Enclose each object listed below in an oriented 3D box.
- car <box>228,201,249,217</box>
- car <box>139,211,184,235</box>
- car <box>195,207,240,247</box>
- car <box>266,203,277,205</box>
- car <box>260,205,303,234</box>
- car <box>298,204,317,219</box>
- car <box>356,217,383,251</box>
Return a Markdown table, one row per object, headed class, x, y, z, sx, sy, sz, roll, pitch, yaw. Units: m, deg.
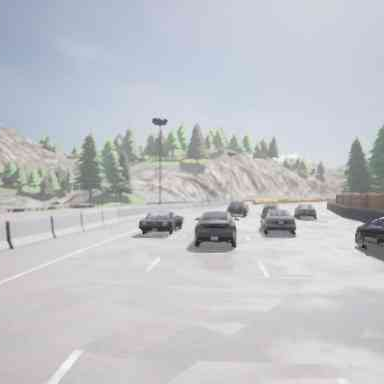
| class | x | y | z | sx | sy | sz | roll | pitch | yaw |
| --- | --- | --- | --- | --- | --- | --- | --- | --- | --- |
| car | 5.181 | 1.784 | 36.974 | 2.097 | 1.767 | 4.553 | 0 | -1 | 15 |
| car | -1.743 | 1.839 | 20.647 | 1.895 | 1.301 | 4.718 | 0 | -1 | 8 |
| car | 1.209 | 1.694 | 16.184 | 1.837 | 1.490 | 4.892 | 0 | -1 | 6 |
| car | 9.245 | 1.982 | 38.698 | 1.812 | 1.442 | 4.674 | 0 | -1 | 16 |
| car | 5.351 | 1.795 | 20.979 | 2.033 | 1.411 | 5.357 | 0 | -1 | 9 |
| car | 11.541 | 1.950 | 33.886 | 2.033 | 1.411 | 5.357 | 0 | -1 | 14 |
| car | 7.855 | 1.644 | 12.530 | 2.128 | 1.511 | 4.902 | 0 | -1 | 5 |
